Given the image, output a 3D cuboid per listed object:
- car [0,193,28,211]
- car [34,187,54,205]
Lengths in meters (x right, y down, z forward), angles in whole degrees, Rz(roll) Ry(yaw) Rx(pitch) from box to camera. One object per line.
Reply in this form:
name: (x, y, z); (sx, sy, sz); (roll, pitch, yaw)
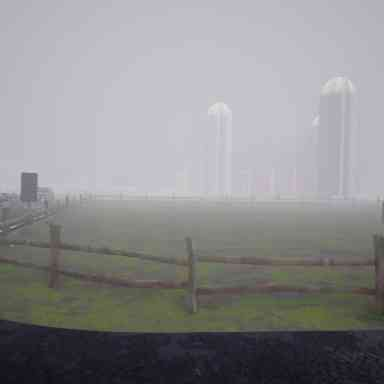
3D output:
car: (-16.194, 0.826, 29.147); (2.128, 1.511, 4.902); (2, 1, -10)
car: (-18.029, 0.395, 39.599); (2.150, 2.045, 5.566); (2, 1, -9)
